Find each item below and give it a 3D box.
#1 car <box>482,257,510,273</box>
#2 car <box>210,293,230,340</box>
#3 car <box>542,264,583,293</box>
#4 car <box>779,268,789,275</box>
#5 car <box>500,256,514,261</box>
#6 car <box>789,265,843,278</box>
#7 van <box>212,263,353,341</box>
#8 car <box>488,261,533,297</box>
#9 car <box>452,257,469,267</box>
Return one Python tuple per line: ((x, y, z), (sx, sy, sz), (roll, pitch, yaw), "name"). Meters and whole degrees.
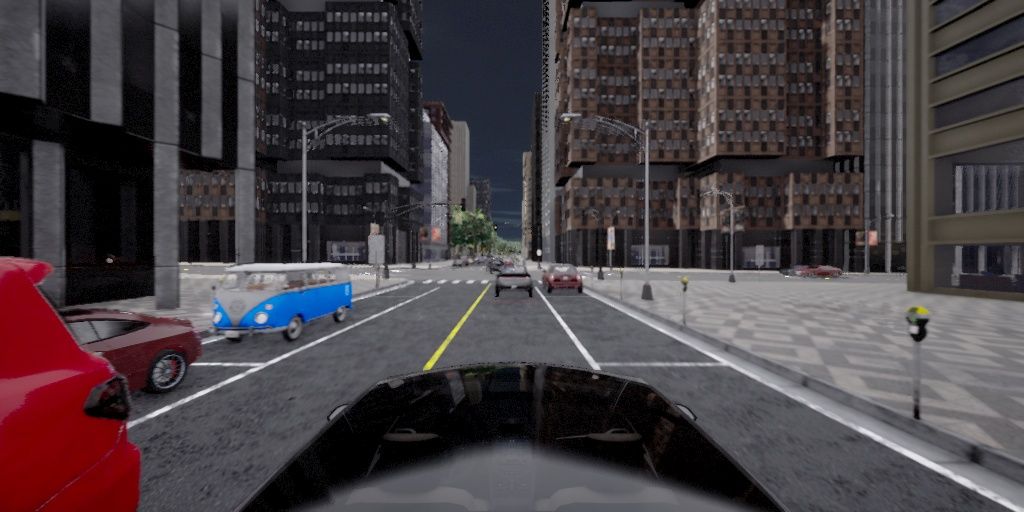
((-1.812, 1.190, 39.686), (1.837, 1.490, 4.892), (1, 1, -11), "car")
((-5.765, 1.328, 4.037), (1.802, 1.307, 4.207), (0, 0, 0), "car")
((2.753, 1.156, 20.367), (1.967, 1.591, 4.097), (0, 0, 0), "car")
((35.220, 1.770, 43.813), (4.181, 1.385, 1.994), (1, 0, 0), "car")
((-0.626, 1.090, 61.757), (1.967, 1.591, 4.097), (0, 0, 0), "car")
((34.645, 1.733, 40.570), (4.674, 1.442, 1.812), (1, 0, 0), "car")
((-5.767, 1.077, 9.478), (1.690, 1.789, 3.998), (0, 0, 0), "van")
((0.088, 1.212, 18.793), (2.128, 1.511, 4.902), (0, 0, 0), "car")
((-9.151, 1.216, 61.703), (1.948, 1.339, 4.313), (0, 0, 0), "car")
